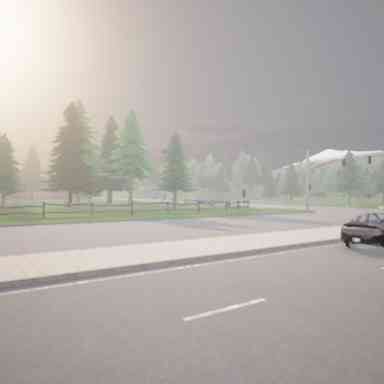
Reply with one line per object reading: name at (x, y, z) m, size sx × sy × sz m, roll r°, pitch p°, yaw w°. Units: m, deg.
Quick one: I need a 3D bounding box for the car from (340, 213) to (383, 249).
car at (8.238, 1.630, 14.054) m, size 4.902 × 1.511 × 2.128 m, roll 1°, pitch 0°, yaw -35°

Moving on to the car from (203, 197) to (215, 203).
car at (2.760, 2.060, 82.012) m, size 1.895 × 1.301 × 4.718 m, roll 1°, pitch 0°, yaw -35°

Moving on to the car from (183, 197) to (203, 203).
car at (-0.128, 1.910, 80.038) m, size 1.882 × 1.535 × 5.008 m, roll 1°, pitch 0°, yaw -35°

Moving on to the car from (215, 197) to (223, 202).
car at (5.616, 2.037, 84.036) m, size 2.033 × 1.411 × 5.357 m, roll 1°, pitch 0°, yaw -35°
